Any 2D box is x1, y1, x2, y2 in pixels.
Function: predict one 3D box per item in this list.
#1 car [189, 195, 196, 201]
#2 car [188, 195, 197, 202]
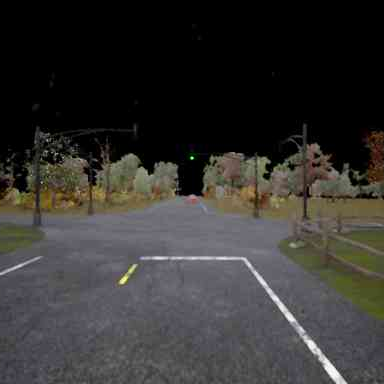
[{"bbox_3d":[0.091,1.433,85.864,1.812,1.442,4.674,0,0,0],"label":"car"},{"bbox_3d":[0.081,1.405,75.829,2.097,1.767,4.553,0,0,0],"label":"car"}]
